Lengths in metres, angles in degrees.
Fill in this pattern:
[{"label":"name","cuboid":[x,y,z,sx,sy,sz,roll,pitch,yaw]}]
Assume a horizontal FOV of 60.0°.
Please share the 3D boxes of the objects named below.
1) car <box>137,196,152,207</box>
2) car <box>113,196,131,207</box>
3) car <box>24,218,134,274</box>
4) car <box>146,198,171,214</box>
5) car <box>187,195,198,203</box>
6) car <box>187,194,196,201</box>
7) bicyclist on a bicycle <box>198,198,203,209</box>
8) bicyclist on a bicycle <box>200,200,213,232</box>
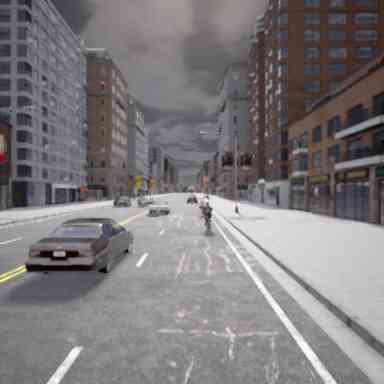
[{"label":"car","cuboid":[-6.567,1.348,47.179,2.128,1.511,4.902,0,0,0]},{"label":"car","cuboid":[-9.816,1.361,47.046,1.837,1.490,4.892,0,0,0]},{"label":"car","cuboid":[-3.155,1.515,10.421,2.033,1.411,5.357,0,0,0]},{"label":"car","cuboid":[-3.156,1.498,33.385,1.895,1.301,4.718,0,0,0]},{"label":"car","cuboid":[0.065,1.333,64.090,1.812,1.442,4.674,0,0,0]},{"label":"car","cuboid":[-0.012,1.311,77.088,2.033,1.411,5.357,0,0,0]},{"label":"bicyclist on a bicycle","cuboid":[0.903,1.346,29.250,0.866,1.612,1.509,0,0,0]},{"label":"bicyclist on a bicycle","cuboid":[0.890,1.395,18.506,0.582,1.620,1.656,0,0,0]}]
